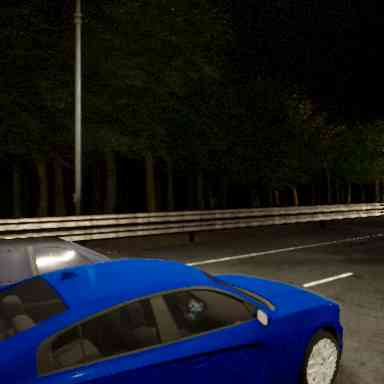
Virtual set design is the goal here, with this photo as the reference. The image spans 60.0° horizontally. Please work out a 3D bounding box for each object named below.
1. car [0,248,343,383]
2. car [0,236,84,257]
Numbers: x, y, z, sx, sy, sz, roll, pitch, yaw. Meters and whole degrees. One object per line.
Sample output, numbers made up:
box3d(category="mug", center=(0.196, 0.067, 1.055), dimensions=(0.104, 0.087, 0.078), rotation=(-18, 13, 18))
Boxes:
box3d(category="car", center=(-0.423, 1.476, 3.443), dimensions=(5.008, 1.535, 1.882), rotation=(0, 0, -35))
box3d(category="car", center=(-2.856, 1.547, 6.007), dimensions=(5.357, 1.411, 2.033), rotation=(0, 0, -35))
